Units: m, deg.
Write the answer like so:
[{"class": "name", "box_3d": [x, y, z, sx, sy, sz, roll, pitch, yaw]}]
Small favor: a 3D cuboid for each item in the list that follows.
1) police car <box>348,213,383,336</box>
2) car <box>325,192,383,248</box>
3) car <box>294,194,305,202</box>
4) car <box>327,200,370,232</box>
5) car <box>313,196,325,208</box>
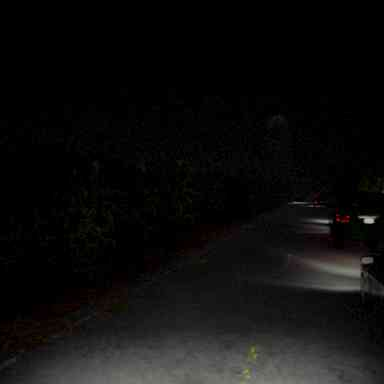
[{"class": "police car", "box_3d": [3.487, 1.321, 4.431, 1.930, 1.638, 5.238, -2, 0, 20]}, {"class": "car", "box_3d": [6.894, 1.042, 13.745, 2.150, 2.045, 5.566, -2, 0, 20]}, {"class": "car", "box_3d": [20.003, 1.152, 61.546, 2.033, 1.411, 5.357, -2, 0, 20]}, {"class": "car", "box_3d": [8.959, 1.302, 19.349, 1.812, 1.442, 4.674, -2, 0, 20]}, {"class": "car", "box_3d": [15.763, 1.191, 40.643, 2.033, 1.411, 5.357, -2, 0, 21]}]
